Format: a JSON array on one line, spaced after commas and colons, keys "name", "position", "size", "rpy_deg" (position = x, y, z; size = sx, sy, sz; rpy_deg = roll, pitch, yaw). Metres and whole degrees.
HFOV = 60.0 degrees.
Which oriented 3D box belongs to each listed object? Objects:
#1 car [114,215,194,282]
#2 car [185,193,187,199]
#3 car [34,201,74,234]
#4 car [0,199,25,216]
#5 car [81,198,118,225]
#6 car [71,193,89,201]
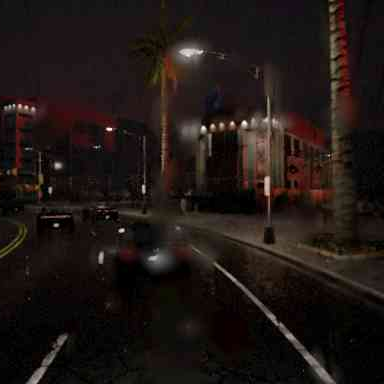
[{"name": "car", "position": [-1.212, 1.562, 9.875], "size": [1.994, 1.385, 4.181], "rpy_deg": [0, 0, -11]}, {"name": "car", "position": [-0.217, 1.407, 61.887], "size": [4.674, 1.452, 2.002], "rpy_deg": [0, 0, 33]}, {"name": "car", "position": [-7.973, 1.492, 19.259], "size": [2.128, 1.511, 4.902], "rpy_deg": [0, 0, -25]}, {"name": "car", "position": [-18.439, 1.480, 33.143], "size": [5.008, 1.535, 1.882], "rpy_deg": [0, 0, 43]}, {"name": "car", "position": [-6.874, 1.491, 24.484], "size": [2.128, 1.511, 4.902], "rpy_deg": [0, 0, -29]}, {"name": "car", "position": [-20.490, 1.252, 61.579], "size": [4.553, 1.767, 2.185], "rpy_deg": [0, 0, 33]}]
